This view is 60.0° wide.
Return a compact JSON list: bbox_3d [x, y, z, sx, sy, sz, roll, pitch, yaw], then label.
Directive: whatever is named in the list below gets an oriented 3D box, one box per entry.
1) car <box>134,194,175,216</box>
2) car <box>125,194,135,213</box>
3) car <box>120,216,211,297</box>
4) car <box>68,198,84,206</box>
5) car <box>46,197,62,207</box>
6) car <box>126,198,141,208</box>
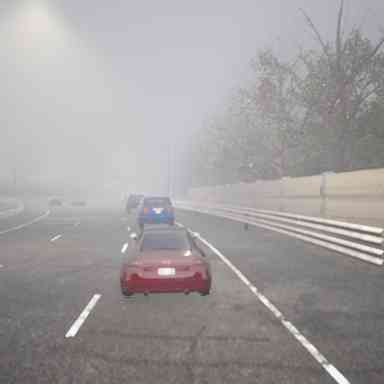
[{"bbox_3d":[-2.487,1.245,21.979,2.150,2.045,5.566,0,0,-11],"label":"car"},{"bbox_3d":[-6.438,1.262,38.100,2.150,2.045,5.566,0,0,-13],"label":"car"},{"bbox_3d":[-0.691,1.573,8.707,1.994,1.385,4.181,0,0,-5],"label":"car"},{"bbox_3d":[-19.514,1.626,55.758,1.994,1.385,4.181,0,0,-30],"label":"car"},{"bbox_3d":[-22.276,1.568,53.601,1.837,1.490,4.892,0,0,-30],"label":"car"},{"bbox_3d":[-8.865,1.598,50.624,2.033,1.411,5.357,0,0,-9],"label":"car"}]
